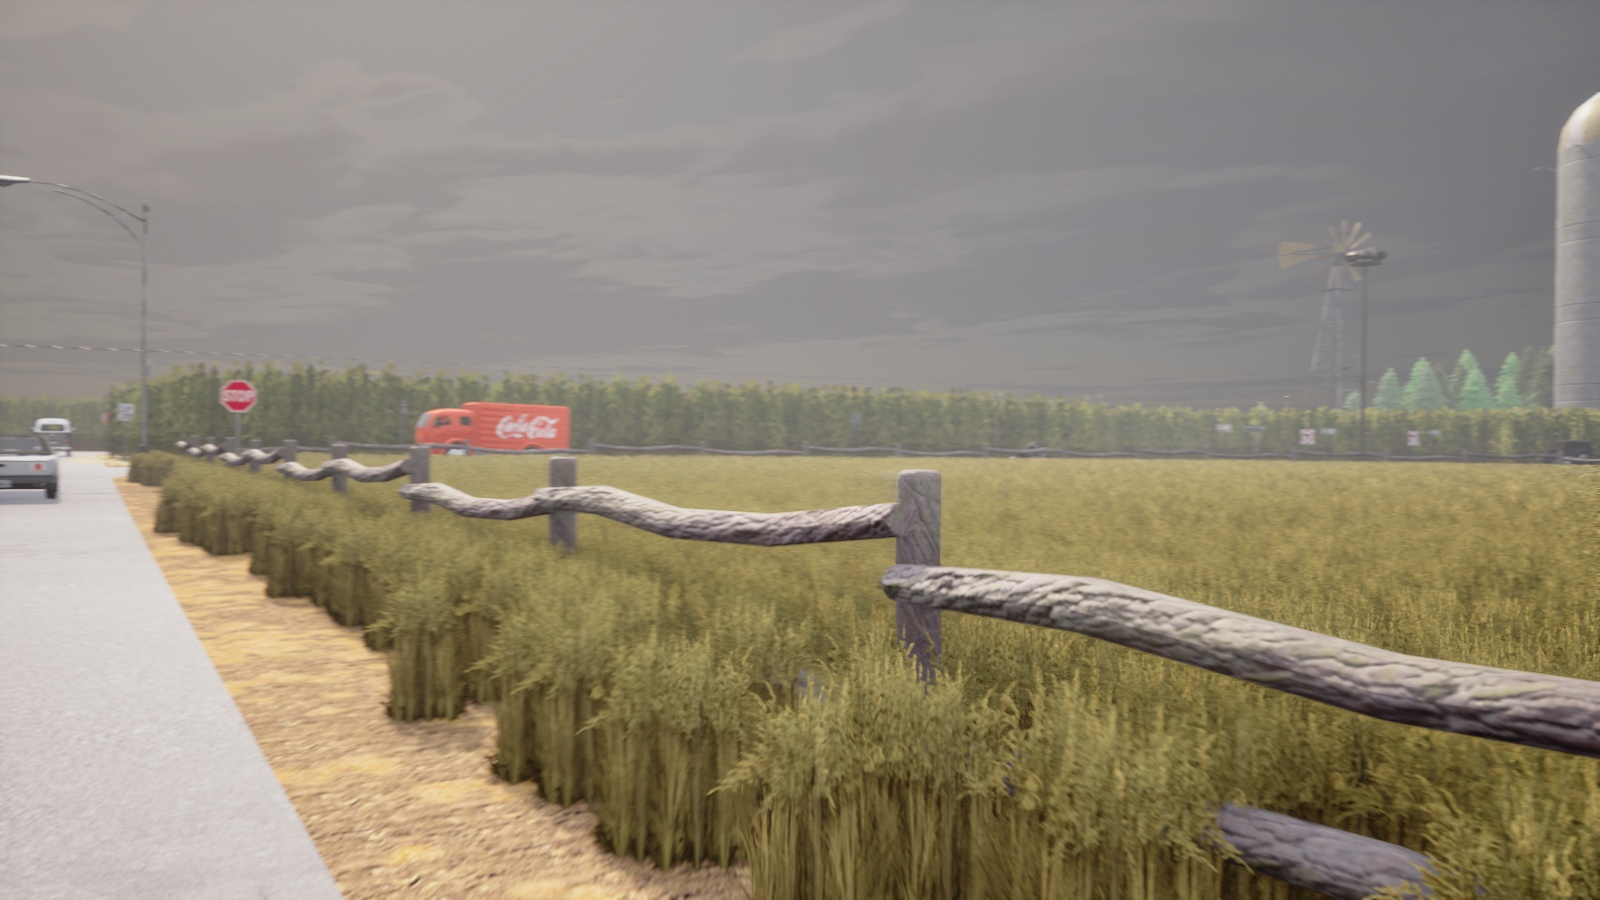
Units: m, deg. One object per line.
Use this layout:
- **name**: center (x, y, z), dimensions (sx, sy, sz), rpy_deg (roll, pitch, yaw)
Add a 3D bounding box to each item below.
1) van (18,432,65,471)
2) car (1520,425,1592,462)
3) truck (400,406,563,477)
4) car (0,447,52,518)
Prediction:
- **van**: center (-41.308, 0.045, 68.450), dimensions (2.069, 2.038, 4.480), rpy_deg (-1, 1, -30)
- **car**: center (39.358, -0.331, 65.482), dimensions (1.905, 1.878, 3.866), rpy_deg (0, 1, 10)
- **truck**: center (-11.571, -0.272, 45.649), dimensions (5.204, 2.467, 2.627), rpy_deg (1, 0, -30)
- **car**: center (-16.583, 0.612, 25.931), dimensions (1.895, 1.301, 4.718), rpy_deg (-1, 1, -30)
